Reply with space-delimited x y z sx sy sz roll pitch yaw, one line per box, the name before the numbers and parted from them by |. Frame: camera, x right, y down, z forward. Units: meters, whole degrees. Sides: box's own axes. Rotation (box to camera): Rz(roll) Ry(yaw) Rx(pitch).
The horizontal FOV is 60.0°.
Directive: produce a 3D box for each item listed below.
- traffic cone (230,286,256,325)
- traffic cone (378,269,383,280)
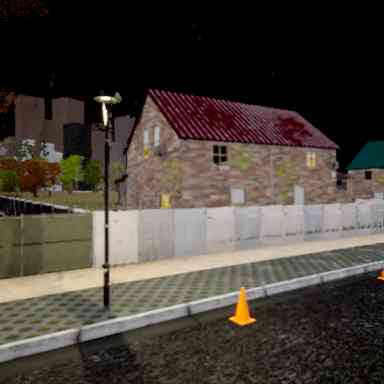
traffic cone | 0.897 1.958 5.852 0.340 0.580 0.340 0 0 -34
traffic cone | 5.089 1.976 8.666 0.340 0.580 0.340 0 0 -33
